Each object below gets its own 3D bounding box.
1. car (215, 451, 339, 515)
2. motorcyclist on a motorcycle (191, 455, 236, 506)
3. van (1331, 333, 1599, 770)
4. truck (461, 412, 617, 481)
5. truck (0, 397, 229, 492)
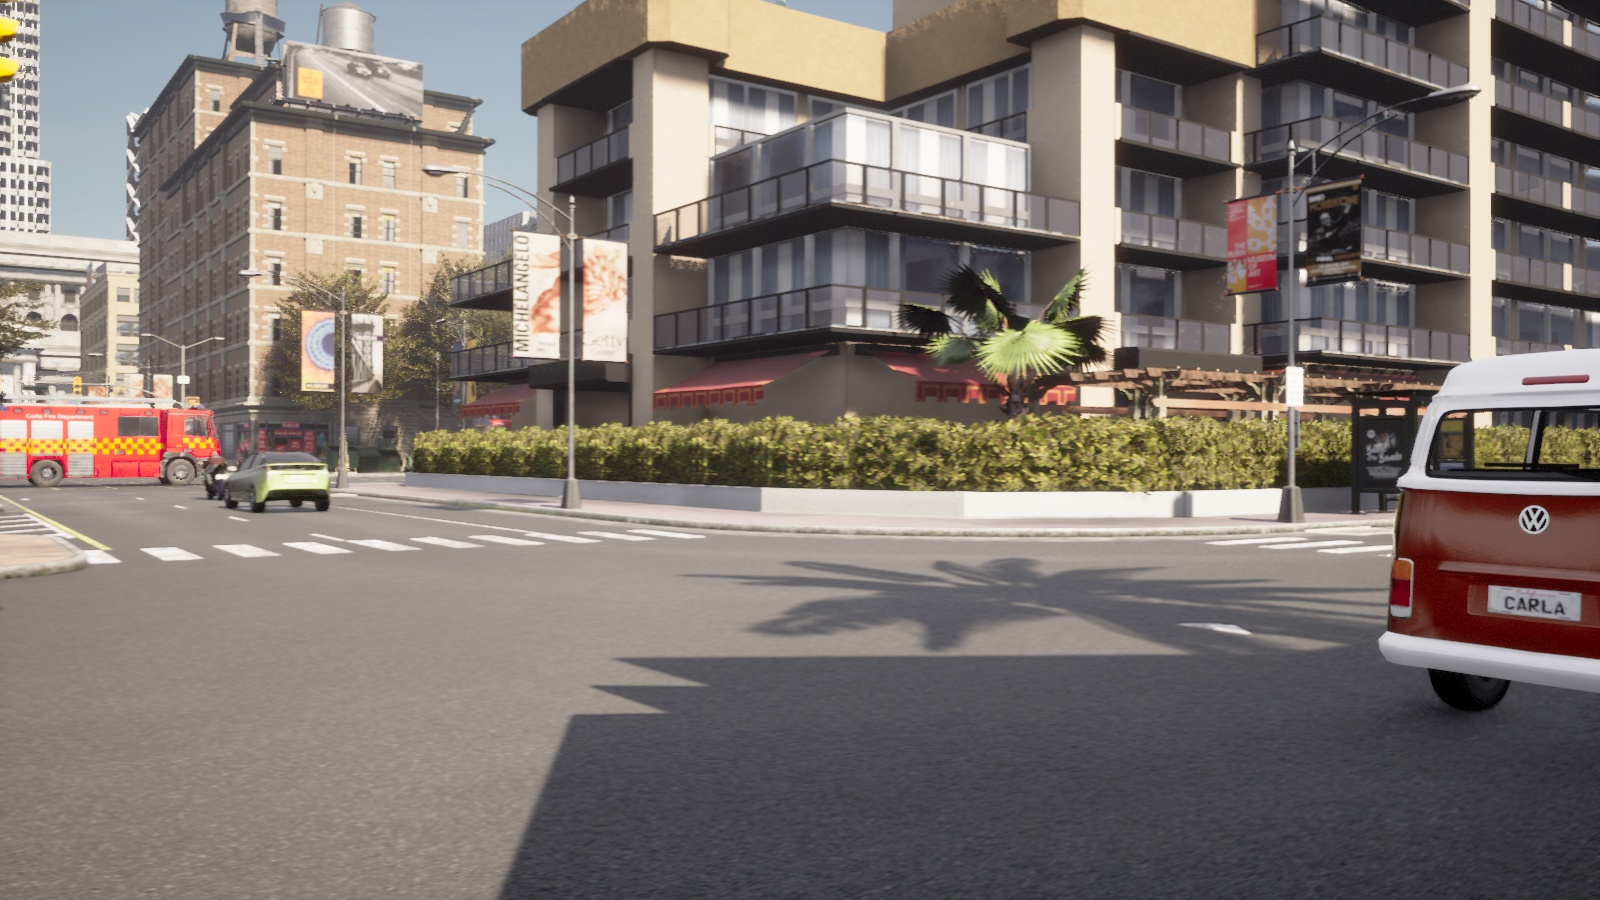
[{"bbox_3d":[-13.491,0.799,32.230,2.007,1.525,4.514,0,0,-35],"label":"car"},{"bbox_3d":[-18.108,0.913,38.747,0.866,1.530,2.191,0,0,-35],"label":"motorcyclist on a motorcycle"},{"bbox_3d":[5.380,0.475,7.405,4.480,2.038,2.069,0,0,-35],"label":"van"},{"bbox_3d":[-15.127,-0.208,73.105,8.468,3.827,2.891,0,0,-36],"label":"truck"},{"bbox_3d":[-29.499,-0.225,54.186,8.468,3.827,2.891,0,0,-36],"label":"truck"}]
